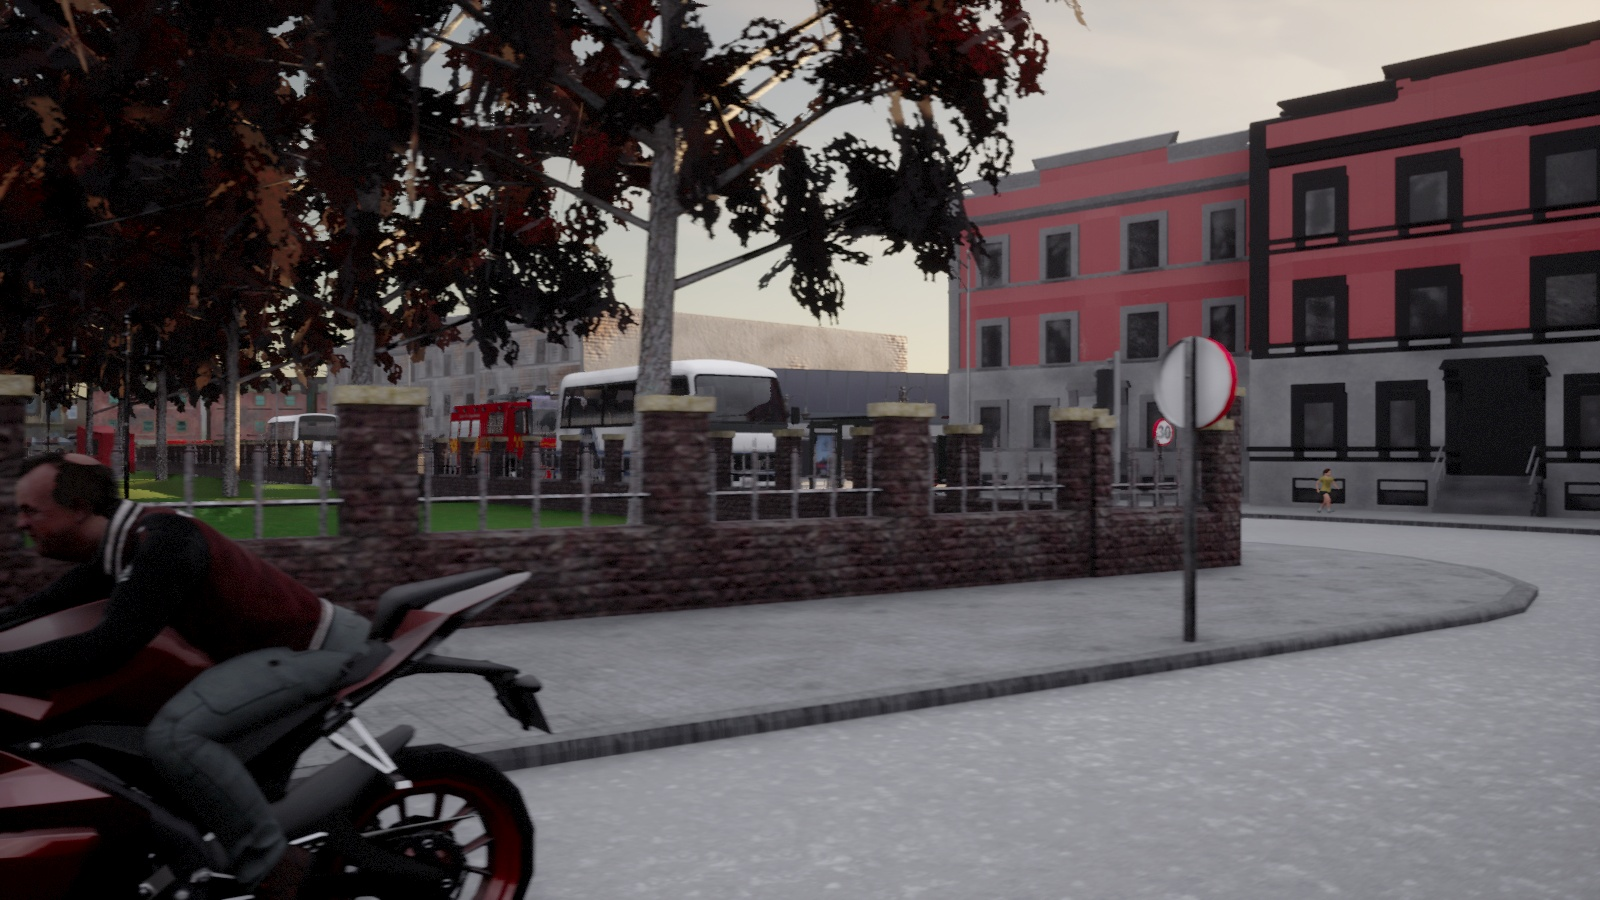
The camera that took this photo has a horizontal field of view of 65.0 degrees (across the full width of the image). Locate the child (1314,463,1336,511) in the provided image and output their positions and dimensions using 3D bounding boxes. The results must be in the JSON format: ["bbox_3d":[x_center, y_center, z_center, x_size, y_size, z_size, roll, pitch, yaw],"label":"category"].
[{"bbox_3d":[12.121,0.848,29.002,0.255,1.110,0.394,0,0,-22],"label":"child"}]

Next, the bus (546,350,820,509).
[{"bbox_3d":[-3.967,-0.545,38.985,3.944,4.253,10.273,0,0,-35],"label":"bus"}]

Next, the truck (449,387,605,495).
[{"bbox_3d":[-10.757,-0.295,48.736,2.891,3.827,8.468,0,0,-35],"label":"truck"}]

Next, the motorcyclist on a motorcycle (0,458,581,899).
[{"bbox_3d":[-1.732,0.791,3.088,2.191,1.530,0.866,0,0,-36],"label":"motorcyclist on a motorcycle"}]
